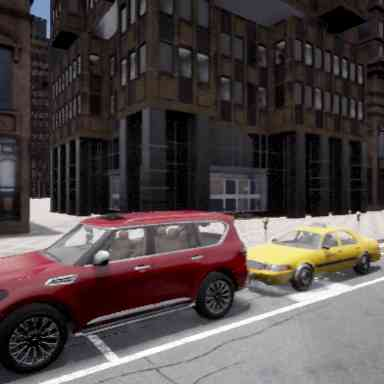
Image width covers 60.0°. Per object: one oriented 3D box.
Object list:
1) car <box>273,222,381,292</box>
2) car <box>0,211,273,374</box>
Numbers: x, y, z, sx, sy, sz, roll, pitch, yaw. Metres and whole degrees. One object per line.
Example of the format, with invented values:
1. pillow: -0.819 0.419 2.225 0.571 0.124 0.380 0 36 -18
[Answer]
1. car: 3.255 1.525 8.968 4.829 1.417 1.752 0 0 -35
2. car: -1.182 1.315 5.805 5.009 1.841 2.192 0 0 -35
